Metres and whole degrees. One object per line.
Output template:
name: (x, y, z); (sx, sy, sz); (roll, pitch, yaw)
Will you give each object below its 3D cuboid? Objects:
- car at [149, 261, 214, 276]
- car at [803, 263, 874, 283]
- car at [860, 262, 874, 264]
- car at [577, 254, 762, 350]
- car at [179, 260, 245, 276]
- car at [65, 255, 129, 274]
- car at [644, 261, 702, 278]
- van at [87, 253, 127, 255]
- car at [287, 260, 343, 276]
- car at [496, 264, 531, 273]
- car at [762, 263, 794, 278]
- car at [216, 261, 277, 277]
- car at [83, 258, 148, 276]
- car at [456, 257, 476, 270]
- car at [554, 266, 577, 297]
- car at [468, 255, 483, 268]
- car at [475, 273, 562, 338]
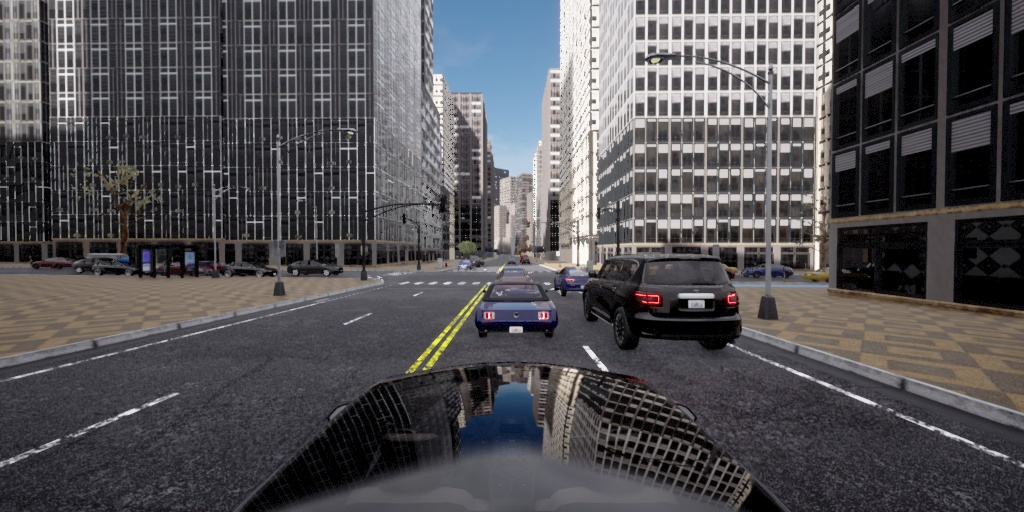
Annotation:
car: (-28.447, 1.136, 31.269); (4.207, 1.307, 1.802); (0, 0, 1)
car: (27.611, 1.577, 30.471); (4.829, 1.417, 1.751); (0, 0, 1)
car: (35.898, 1.383, 36.102); (4.553, 1.767, 2.097); (0, 1, 1)
car: (3.343, 0.968, 9.204); (2.150, 2.045, 5.566); (0, 0, 0)
car: (-28.354, 1.112, 33.958); (4.718, 1.301, 1.895); (1, 1, 1)
car: (-38.820, 0.921, 34.166); (4.892, 1.490, 1.837); (1, 1, 1)
car: (16.329, 1.338, 36.435); (5.008, 1.535, 1.882); (1, 1, 1)
van: (-45.328, 0.603, 40.085); (3.998, 1.789, 1.690); (0, 0, 1)
car: (-18.472, 1.106, 33.765); (4.892, 1.490, 1.837); (1, 1, 1)
car: (0.083, 1.304, 18.903); (1.994, 1.385, 4.181); (0, 0, 0)
car: (25.797, 1.469, 36.282); (4.674, 1.442, 1.812); (1, 1, 1)
car: (-22.763, 1.172, 31.142); (4.313, 1.339, 1.948); (0, 0, 1)
car: (-34.128, 1.068, 31.437); (4.313, 1.339, 1.948); (0, 0, 1)
car: (-6.641, 1.238, 51.190); (1.812, 1.442, 4.674); (0, 0, -2)
car: (3.332, 1.266, 18.896); (1.812, 1.442, 4.674); (0, 0, 0)
car: (-6.636, 0.922, 61.153); (2.150, 2.045, 5.566); (0, 0, 0)
car: (0.093, 1.346, 10.166); (1.895, 1.301, 4.718); (0, 0, 0)
